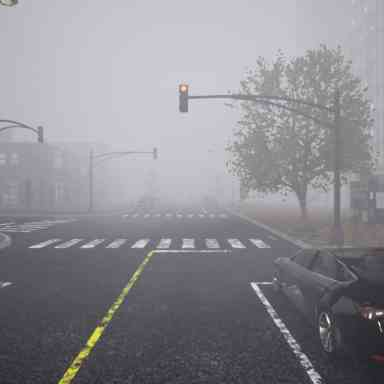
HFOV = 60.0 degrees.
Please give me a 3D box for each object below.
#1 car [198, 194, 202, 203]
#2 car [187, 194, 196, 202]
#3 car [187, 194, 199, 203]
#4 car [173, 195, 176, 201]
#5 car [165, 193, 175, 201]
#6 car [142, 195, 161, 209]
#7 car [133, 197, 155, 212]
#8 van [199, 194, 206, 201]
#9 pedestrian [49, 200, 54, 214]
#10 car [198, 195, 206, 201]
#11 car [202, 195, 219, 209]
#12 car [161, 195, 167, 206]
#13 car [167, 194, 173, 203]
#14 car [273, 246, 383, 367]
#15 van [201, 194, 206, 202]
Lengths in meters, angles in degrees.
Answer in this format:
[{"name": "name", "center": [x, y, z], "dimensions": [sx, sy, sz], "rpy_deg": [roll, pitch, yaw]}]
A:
[{"name": "car", "center": [2.639, 1.556, 60.460], "dimensions": [2.008, 1.369, 4.403], "rpy_deg": [0, 0, 0]}, {"name": "car", "center": [-0.070, 1.363, 79.465], "dimensions": [2.097, 1.767, 4.553], "rpy_deg": [0, 0, 0]}, {"name": "car", "center": [0.030, 1.570, 69.546], "dimensions": [1.994, 1.385, 4.181], "rpy_deg": [0, 0, 1]}, {"name": "car", "center": [-5.761, 1.559, 82.654], "dimensions": [2.008, 1.369, 4.403], "rpy_deg": [0, 0, 0]}, {"name": "car", "center": [-5.766, 1.324, 88.205], "dimensions": [2.192, 1.841, 5.009], "rpy_deg": [0, 0, 0]}, {"name": "car", "center": [-5.725, 1.318, 43.797], "dimensions": [2.192, 1.841, 5.009], "rpy_deg": [0, 0, 0]}, {"name": "car", "center": [-5.721, 1.585, 38.246], "dimensions": [1.802, 1.307, 4.206], "rpy_deg": [0, 0, 0]}, {"name": "van", "center": [2.621, 1.349, 82.664], "dimensions": [1.690, 1.788, 3.998], "rpy_deg": [0, 0, 0]}, {"name": "pedestrian", "center": [-12.776, 1.319, 30.243], "dimensions": [0.375, 1.300, 0.375], "rpy_deg": [0, -1, -1]}, {"name": "car", "center": [2.614, 1.535, 88.385], "dimensions": [1.752, 1.417, 4.829], "rpy_deg": [0, 0, 0]}, {"name": "car", "center": [2.654, 1.529, 43.977], "dimensions": [1.752, 1.417, 4.829], "rpy_deg": [0, 0, 0]}, {"name": "car", "center": [-5.736, 1.555, 54.899], "dimensions": [2.008, 1.369, 4.403], "rpy_deg": [0, 0, 0]}, {"name": "car", "center": [-5.751, 1.532, 71.382], "dimensions": [1.752, 1.417, 4.829], "rpy_deg": [0, 0, 0]}, {"name": "car", "center": [2.689, 1.566, 5.778], "dimensions": [1.947, 1.339, 4.313], "rpy_deg": [0, 0, 0]}, {"name": "van", "center": [2.650, 1.345, 49.359], "dimensions": [1.690, 1.788, 3.998], "rpy_deg": [0, 0, 0]}]
